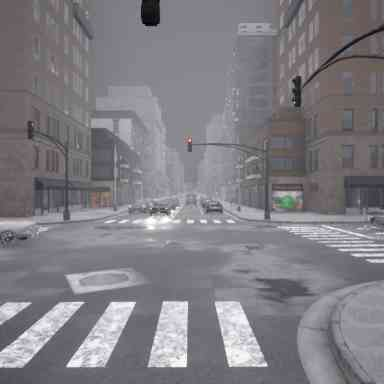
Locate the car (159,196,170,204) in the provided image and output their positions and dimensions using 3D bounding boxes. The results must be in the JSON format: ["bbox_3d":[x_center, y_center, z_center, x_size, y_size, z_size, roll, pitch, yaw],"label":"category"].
[{"bbox_3d":[-5.596,1.552,69.162,1.967,1.590,4.097,0,0,0],"label":"car"}]

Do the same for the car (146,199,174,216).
[{"bbox_3d":[-3.129,1.637,33.460,1.895,1.301,4.718,0,0,0],"label":"car"}]

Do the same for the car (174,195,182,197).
[{"bbox_3d":[-3.078,1.636,53.397,1.994,1.385,4.181,0,0,0],"label":"car"}]

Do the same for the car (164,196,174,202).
[{"bbox_3d":[-5.574,1.694,80.183,2.008,1.369,4.403,0,0,0],"label":"car"}]

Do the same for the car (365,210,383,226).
[{"bbox_3d":[13.384,1.442,20.591,4.902,1.511,2.128,0,0,0],"label":"car"}]

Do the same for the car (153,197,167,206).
[{"bbox_3d":[-5.617,1.634,58.140,2.008,1.369,4.403,0,0,0],"label":"car"}]

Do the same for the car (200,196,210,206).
[{"bbox_3d":[2.386,1.641,47.103,1.802,1.307,4.206,0,0,0],"label":"car"}]

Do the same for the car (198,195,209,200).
[{"bbox_3d":[2.397,1.637,52.614,1.947,1.339,4.313,0,0,0],"label":"car"}]

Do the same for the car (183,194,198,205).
[{"bbox_3d":[-0.131,1.574,59.509,2.128,1.511,4.902,0,-1,0],"label":"car"}]

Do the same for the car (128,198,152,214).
[{"bbox_3d":[-5.661,1.480,36.098,1.967,1.590,4.097,0,0,0],"label":"car"}]

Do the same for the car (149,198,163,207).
[{"bbox_3d":[-5.628,1.653,52.629,1.802,1.307,4.206,0,0,0],"label":"car"}]

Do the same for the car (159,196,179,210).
[{"bbox_3d":[-3.105,1.617,43.438,1.994,1.385,4.181,0,0,1],"label":"car"}]

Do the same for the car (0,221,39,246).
[{"bbox_3d":[-9.361,1.631,14.534,4.718,1.301,1.895,0,0,-12],"label":"car"}]

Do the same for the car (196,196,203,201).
[{"bbox_3d":[2.061,1.698,90.050,1.812,1.442,4.674,0,0,0],"label":"car"}]

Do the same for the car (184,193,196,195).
[{"bbox_3d":[-0.195,1.350,73.792,2.150,2.045,5.566,0,0,0],"label":"car"}]

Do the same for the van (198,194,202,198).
[{"bbox_3d":[2.408,1.424,58.125,1.690,1.788,3.998,0,0,0],"label":"van"}]

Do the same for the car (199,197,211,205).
[{"bbox_3d":[2.418,1.647,63.635,2.008,1.369,4.403,0,0,0],"label":"car"}]

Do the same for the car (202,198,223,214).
[{"bbox_3d":[2.364,1.606,36.081,1.947,1.339,4.313,0,0,0],"label":"car"}]
